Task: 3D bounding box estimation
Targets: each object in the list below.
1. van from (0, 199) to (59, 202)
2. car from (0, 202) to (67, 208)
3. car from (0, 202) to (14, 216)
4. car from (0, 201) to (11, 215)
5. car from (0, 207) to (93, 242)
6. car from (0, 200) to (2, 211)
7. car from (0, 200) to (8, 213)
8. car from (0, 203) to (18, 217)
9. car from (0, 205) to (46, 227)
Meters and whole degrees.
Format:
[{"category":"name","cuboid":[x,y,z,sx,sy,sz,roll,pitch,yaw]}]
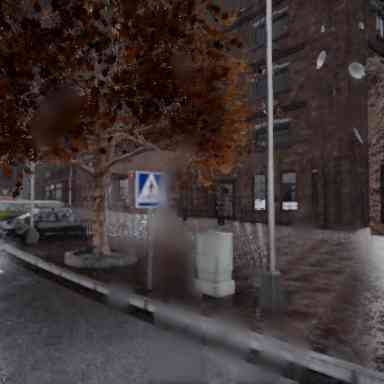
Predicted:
[{"category":"van","cuboid":[-10.769,1.548,21.725,4.442,1.987,1.878,2,-1,-40]},{"category":"car","cuboid":[-8.887,1.637,19.704,4.553,1.767,2.185,2,-1,-40]},{"category":"car","cuboid":[-22.520,1.855,36.647,4.792,1.488,2.163,1,-1,-36]},{"category":"car","cuboid":[-24.083,1.857,38.885,4.792,1.488,2.163,1,-1,-35]},{"category":"car","cuboid":[-7.148,1.747,17.566,4.892,1.521,2.231,2,-1,-40]},{"category":"car","cuboid":[-28.899,1.851,45.670,4.792,1.488,2.163,1,-1,-33]},{"category":"car","cuboid":[-25.700,1.827,41.087,4.892,1.521,2.231,1,-1,-35]},{"category":"car","cuboid":[-20.861,1.863,34.477,4.674,1.452,2.002,1,-1,-37]},{"category":"car","cuboid":[-14.215,1.828,25.976,4.792,1.488,2.163,2,-1,-39]}]
